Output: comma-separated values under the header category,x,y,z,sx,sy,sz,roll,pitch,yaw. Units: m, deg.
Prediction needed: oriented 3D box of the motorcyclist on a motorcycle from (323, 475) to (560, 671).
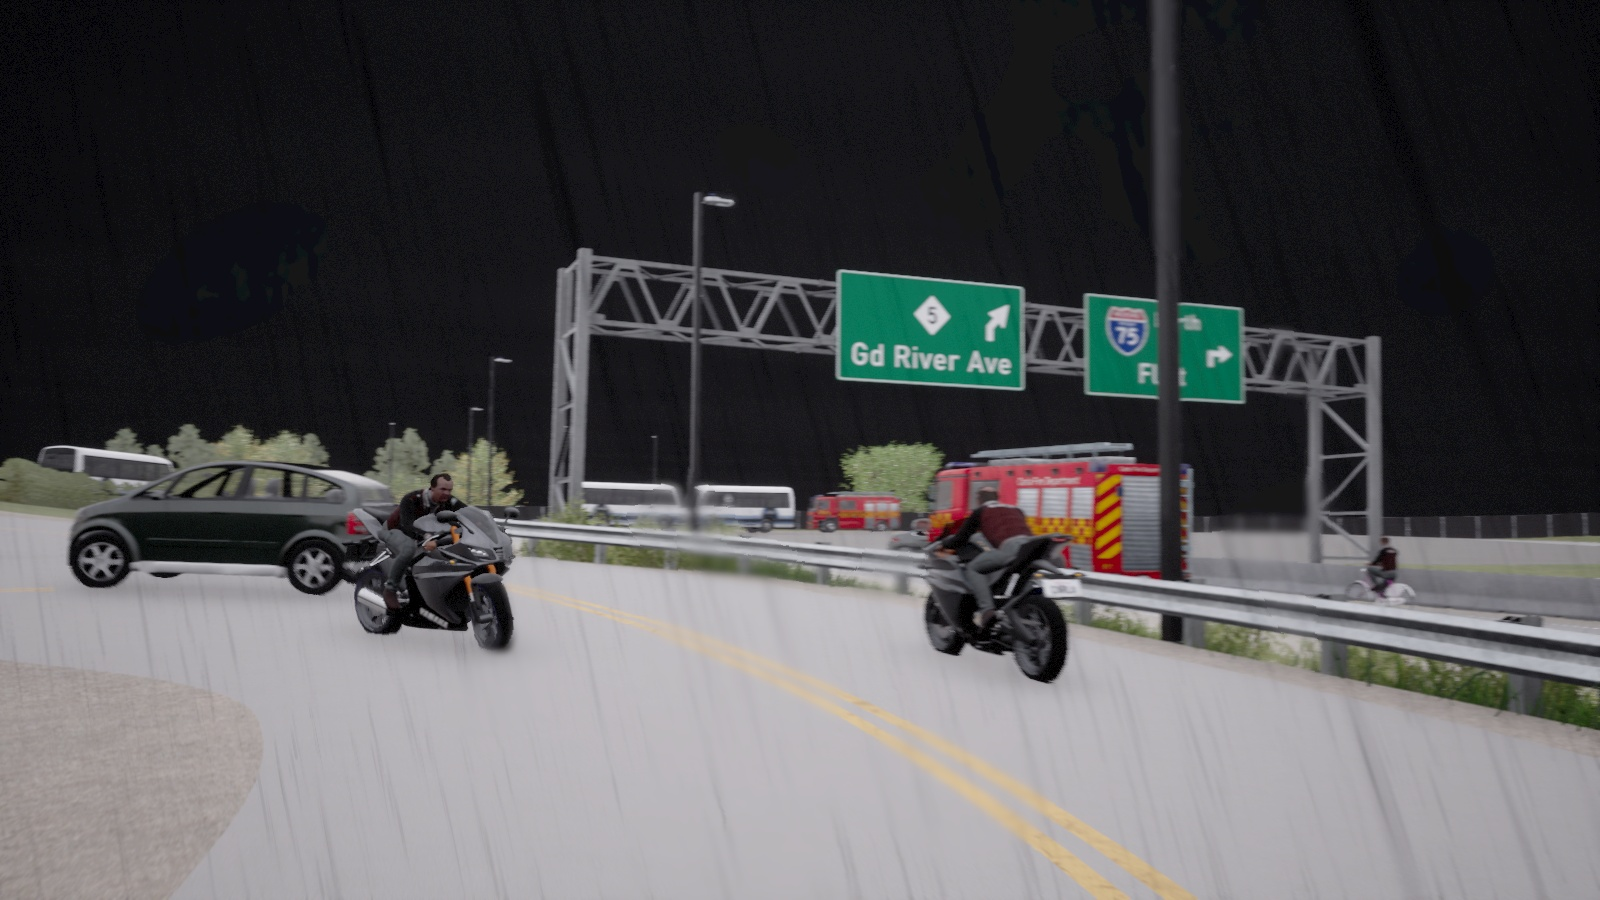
category,x,y,z,sx,sy,sz,roll,pitch,yaw
motorcyclist on a motorcycle,-3.207,1.013,11.135,2.191,1.530,0.866,0,1,37

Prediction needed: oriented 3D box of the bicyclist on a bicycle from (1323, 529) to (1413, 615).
category,x,y,z,sx,sy,sz,roll,pitch,yaw
bicyclist on a bicycle,12.524,2.665,27.764,0.659,1.776,1.843,2,-3,-22

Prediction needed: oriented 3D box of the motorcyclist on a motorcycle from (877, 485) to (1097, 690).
category,x,y,z,sx,sy,sz,roll,pitch,yaw
motorcyclist on a motorcycle,1.515,1.078,10.685,0.866,1.530,2.191,1,-1,-21

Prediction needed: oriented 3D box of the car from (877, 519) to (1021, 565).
category,x,y,z,sx,sy,sz,roll,pitch,yaw
car,5.710,3.488,48.126,5.027,1.651,2.152,-2,-2,22

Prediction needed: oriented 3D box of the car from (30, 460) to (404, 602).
category,x,y,z,sx,sy,sz,roll,pitch,yaw
car,-7.036,0.962,15.450,3.705,1.549,1.789,2,-1,0

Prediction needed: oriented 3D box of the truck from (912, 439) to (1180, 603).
category,x,y,z,sx,sy,sz,roll,pitch,yaw
truck,6.268,1.867,33.843,2.891,3.827,8.468,2,-3,-22
